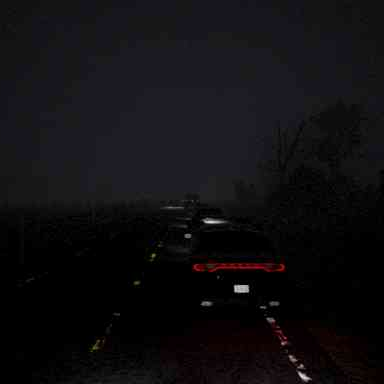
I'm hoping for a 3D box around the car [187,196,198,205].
[{"bbox_3d":[0.081,1.534,60.583,1.882,1.535,5.008,0,0,0],"label":"car"}]

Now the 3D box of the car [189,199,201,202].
[{"bbox_3d":[0.858,1.511,24.076,1.837,1.490,4.892,0,0,0],"label":"car"}]

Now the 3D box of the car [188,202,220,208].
[{"bbox_3d":[0.850,1.508,18.076,1.837,1.490,4.892,0,0,0],"label":"car"}]

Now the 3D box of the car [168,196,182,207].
[{"bbox_3d":[-2.680,1.602,51.862,1.994,1.385,4.181,0,0,0],"label":"car"}]

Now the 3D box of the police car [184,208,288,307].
[{"bbox_3d":[0.837,1.426,8.186,1.930,1.638,5.238,0,0,0],"label":"police car"}]

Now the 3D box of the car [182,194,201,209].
[{"bbox_3d":[0.099,1.250,45.969,2.150,2.045,5.566,0,0,1],"label":"car"}]
